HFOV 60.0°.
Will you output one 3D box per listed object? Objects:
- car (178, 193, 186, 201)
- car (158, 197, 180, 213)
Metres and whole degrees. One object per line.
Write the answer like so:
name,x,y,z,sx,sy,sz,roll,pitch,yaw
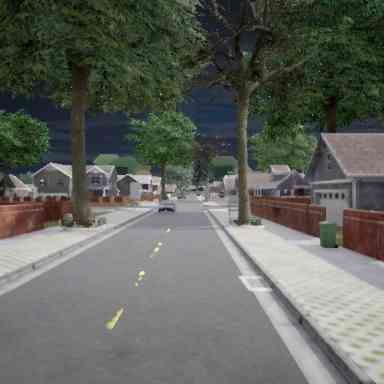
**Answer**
car,-2.750,1.253,89.978,2.150,2.045,5.566,0,0,0
car,-2.750,1.601,37.651,2.033,1.411,5.357,0,0,0
